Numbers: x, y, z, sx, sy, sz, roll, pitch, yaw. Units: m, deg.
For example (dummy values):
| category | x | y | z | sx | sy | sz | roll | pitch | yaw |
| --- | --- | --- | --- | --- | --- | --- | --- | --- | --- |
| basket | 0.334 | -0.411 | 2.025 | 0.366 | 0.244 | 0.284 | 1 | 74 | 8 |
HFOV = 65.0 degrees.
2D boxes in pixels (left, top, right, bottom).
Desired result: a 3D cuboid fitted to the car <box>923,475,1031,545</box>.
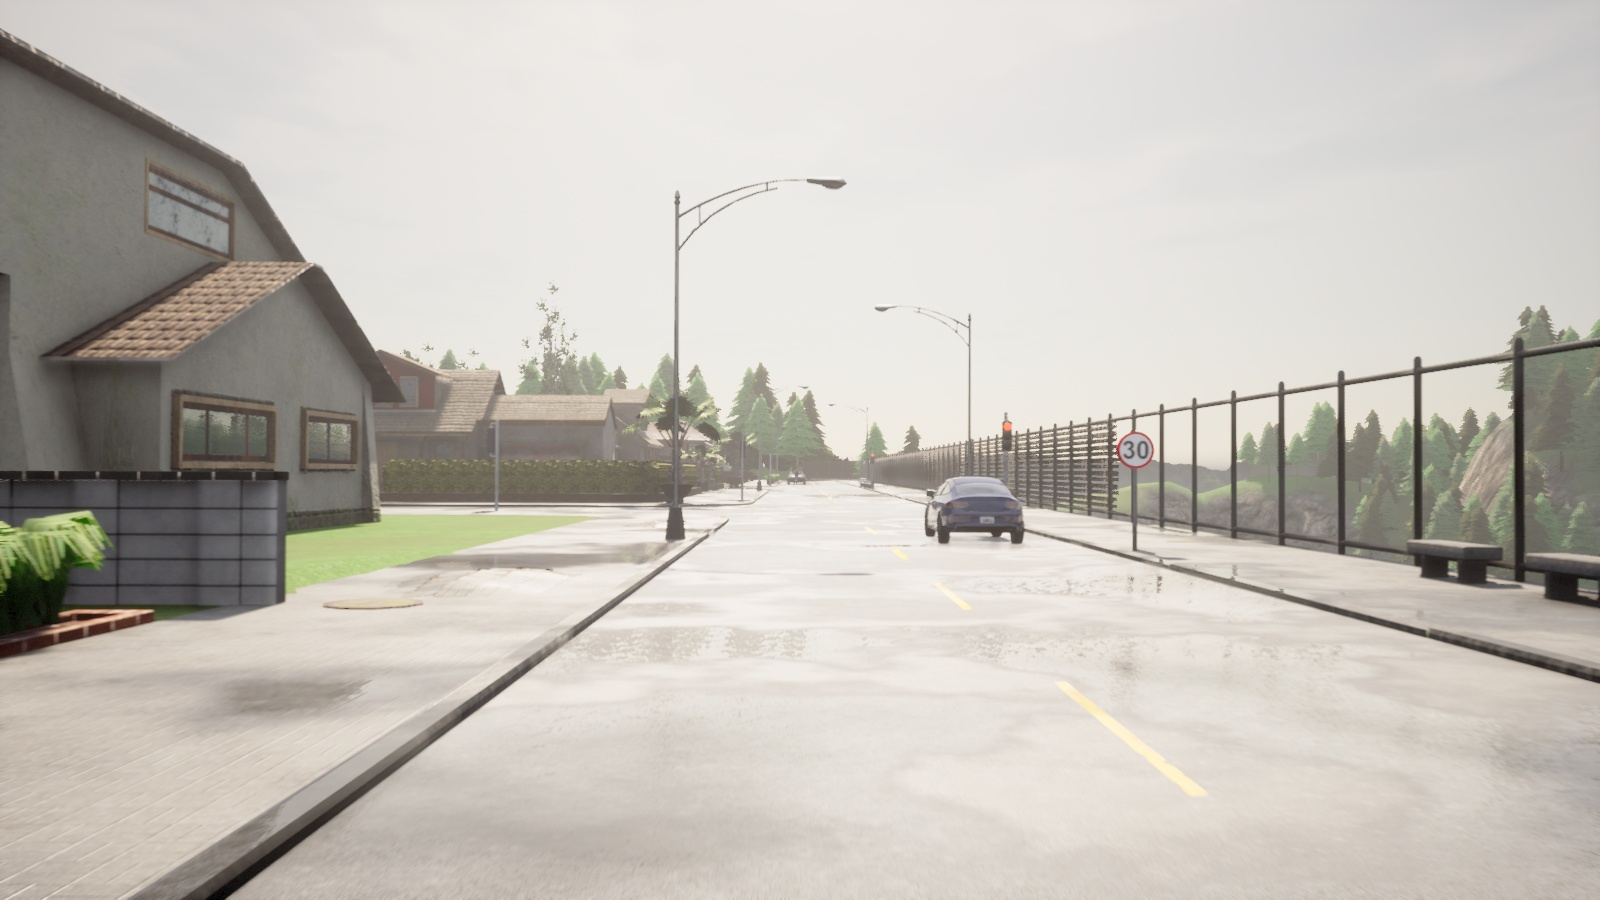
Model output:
| category | x | y | z | sx | sy | sz | roll | pitch | yaw |
| --- | --- | --- | --- | --- | --- | --- | --- | --- | --- |
| car | 3.929 | 1.304 | 28.617 | 1.812 | 1.442 | 4.674 | 0 | -1 | 0 |
